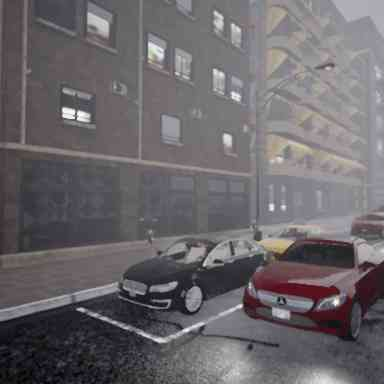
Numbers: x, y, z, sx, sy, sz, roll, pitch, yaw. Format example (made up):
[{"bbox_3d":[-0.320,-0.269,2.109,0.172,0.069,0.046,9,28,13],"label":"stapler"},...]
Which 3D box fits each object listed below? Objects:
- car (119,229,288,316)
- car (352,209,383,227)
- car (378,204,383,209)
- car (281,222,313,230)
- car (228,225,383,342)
[{"bbox_3d":[0.309,1.732,7.975,2.008,1.369,4.403,-1,-1,41],"label":"car"},{"bbox_3d":[11.258,1.964,20.589,1.887,1.381,4.507,-1,-1,41],"label":"car"},{"bbox_3d":[14.908,1.815,24.797,2.192,1.841,5.009,-1,-1,41],"label":"car"},{"bbox_3d":[3.847,1.783,12.051,1.752,1.417,4.829,-1,-1,41],"label":"car"},{"bbox_3d":[2.855,1.662,6.978,1.812,1.442,4.674,-2,-2,39],"label":"car"}]
